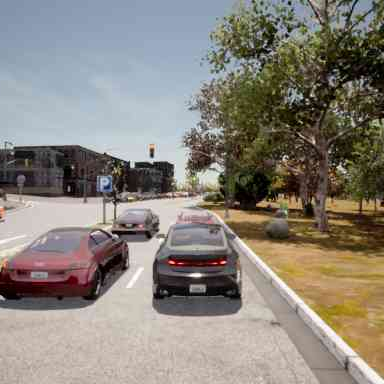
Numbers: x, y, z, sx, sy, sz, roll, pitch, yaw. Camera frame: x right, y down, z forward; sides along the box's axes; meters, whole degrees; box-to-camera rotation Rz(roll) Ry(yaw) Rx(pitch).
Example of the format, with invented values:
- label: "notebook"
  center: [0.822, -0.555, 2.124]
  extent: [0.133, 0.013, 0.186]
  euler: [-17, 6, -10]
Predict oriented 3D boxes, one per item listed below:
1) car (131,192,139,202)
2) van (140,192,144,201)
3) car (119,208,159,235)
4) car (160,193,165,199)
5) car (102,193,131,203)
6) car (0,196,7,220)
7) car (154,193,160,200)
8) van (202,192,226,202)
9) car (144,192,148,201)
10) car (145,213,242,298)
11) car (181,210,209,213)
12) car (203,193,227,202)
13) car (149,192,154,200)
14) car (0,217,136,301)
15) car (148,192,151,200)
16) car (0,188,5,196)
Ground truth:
- label: "car"
  center: [-13.812, 1.316, 65.796]
  extent: [5.366, 1.575, 1.946]
  euler: [-1, 0, -15]
- label: "van"
  center: [-13.255, 1.093, 71.788]
  extent: [4.442, 1.987, 1.878]
  euler: [-1, 0, -14]
- label: "car"
  center: [-2.848, 1.572, 17.654]
  extent: [2.033, 1.411, 5.357]
  euler: [0, 0, 1]
- label: "car"
  center: [-11.020, 1.065, 89.745]
  extent: [5.566, 2.045, 2.435]
  euler: [-1, 0, -12]
- label: "car"
  center: [-14.457, 1.359, 62.804]
  extent: [4.792, 1.488, 2.163]
  euler: [-1, 0, -15]
- label: "car"
  center: [-16.632, 1.404, 24.997]
  extent: [4.553, 1.767, 2.185]
  euler: [-1, 0, -19]
- label: "car"
  center: [-11.470, 1.358, 86.739]
  extent: [4.674, 1.452, 2.002]
  euler: [-1, 0, -12]
- label: "van"
  center: [4.270, 1.043, 65.402]
  extent: [4.442, 1.987, 1.878]
  euler: [1, 0, -14]
- label: "car"
  center: [-13.027, 1.322, 74.759]
  extent: [4.892, 1.521, 2.231]
  euler: [-1, 0, -14]
- label: "car"
  center: [0.107, 1.515, 8.481]
  extent: [1.837, 1.490, 4.892]
  euler: [0, 0, 0]
- label: "car"
  center: [0.155, 1.625, 17.749]
  extent: [1.895, 1.301, 4.718]
  euler: [0, 0, 0]
- label: "car"
  center: [4.653, 1.142, 68.372]
  extent: [4.553, 1.767, 2.185]
  euler: [1, 0, -14]
- label: "car"
  center: [-12.284, 1.359, 80.756]
  extent: [4.674, 1.452, 2.002]
  euler: [-1, 0, -13]
- label: "car"
  center: [-2.903, 1.574, 8.434]
  extent: [1.994, 1.385, 4.181]
  euler: [0, 0, 1]
- label: "car"
  center: [-12.655, 1.360, 77.755]
  extent: [4.674, 1.452, 2.002]
  euler: [-1, 0, -13]
- label: "car"
  center: [-31.175, 0.137, 53.669]
  extent: [2.002, 1.452, 4.674]
  euler: [6, -3, -19]
